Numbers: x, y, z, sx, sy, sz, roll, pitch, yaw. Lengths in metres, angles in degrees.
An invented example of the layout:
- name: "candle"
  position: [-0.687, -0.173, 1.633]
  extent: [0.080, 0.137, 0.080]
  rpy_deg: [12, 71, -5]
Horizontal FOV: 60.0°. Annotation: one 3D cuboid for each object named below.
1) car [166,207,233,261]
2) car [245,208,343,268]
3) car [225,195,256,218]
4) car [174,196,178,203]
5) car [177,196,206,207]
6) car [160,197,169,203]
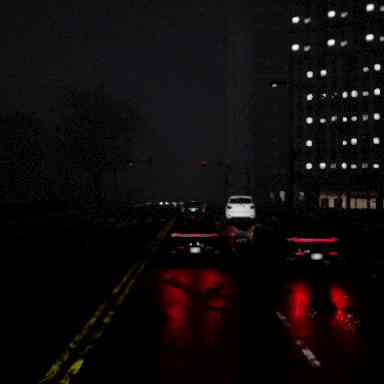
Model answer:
- name: "car"
  position: [0.096, 1.520, 12.348]
  extent: [2.128, 1.511, 4.902]
  rpy_deg: [0, 0, 0]
- name: "car"
  position: [3.348, 1.517, 11.332]
  extent: [2.128, 1.511, 4.902]
  rpy_deg: [0, 0, 0]
- name: "car"
  position: [3.844, 1.290, 26.301]
  extent: [2.150, 2.045, 5.566]
  rpy_deg: [-1, 0, 8]
- name: "car"
  position: [-3.250, 1.749, 79.007]
  extent: [1.837, 1.490, 4.892]
  rpy_deg: [0, 0, 0]
- name: "car"
  position: [0.098, 1.420, 27.424]
  extent: [2.097, 1.767, 4.553]
  rpy_deg: [0, 0, 0]
- name: "car"
  position: [-6.500, 1.801, 79.008]
  extent: [1.994, 1.385, 4.181]
  rpy_deg: [0, 0, 0]
